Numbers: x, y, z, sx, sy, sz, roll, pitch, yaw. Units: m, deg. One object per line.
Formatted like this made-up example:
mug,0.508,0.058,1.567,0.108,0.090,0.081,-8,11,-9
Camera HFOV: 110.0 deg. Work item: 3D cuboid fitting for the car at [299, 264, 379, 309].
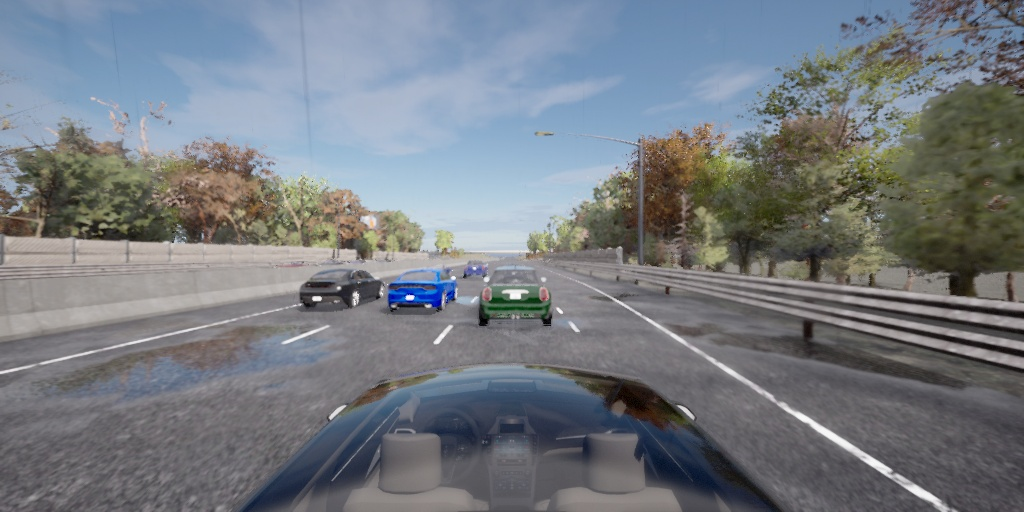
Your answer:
car,-6.902,1.273,15.123,1.837,1.490,4.892,0,0,0

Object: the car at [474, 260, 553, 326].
car,0.098,1.115,11.930,2.097,1.767,4.553,0,0,0

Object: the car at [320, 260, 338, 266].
car,-24.569,1.332,49.314,2.128,1.511,4.902,0,0,0

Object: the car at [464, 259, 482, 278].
car,-3.405,1.158,34.867,2.097,1.767,4.553,0,0,0

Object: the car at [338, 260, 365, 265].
car,-21.075,1.387,48.779,2.033,1.411,5.357,0,0,0

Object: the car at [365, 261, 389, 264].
car,-17.578,1.387,48.828,2.033,1.411,5.357,0,0,0

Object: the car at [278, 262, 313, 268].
car,-28.081,1.434,46.568,1.895,1.301,4.718,0,0,0

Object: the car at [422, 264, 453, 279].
car,-6.903,1.404,33.643,1.895,1.301,4.718,0,0,0

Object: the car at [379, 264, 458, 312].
car,-3.400,1.245,14.433,1.882,1.535,5.008,0,0,0
